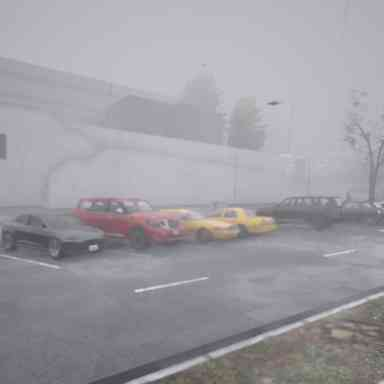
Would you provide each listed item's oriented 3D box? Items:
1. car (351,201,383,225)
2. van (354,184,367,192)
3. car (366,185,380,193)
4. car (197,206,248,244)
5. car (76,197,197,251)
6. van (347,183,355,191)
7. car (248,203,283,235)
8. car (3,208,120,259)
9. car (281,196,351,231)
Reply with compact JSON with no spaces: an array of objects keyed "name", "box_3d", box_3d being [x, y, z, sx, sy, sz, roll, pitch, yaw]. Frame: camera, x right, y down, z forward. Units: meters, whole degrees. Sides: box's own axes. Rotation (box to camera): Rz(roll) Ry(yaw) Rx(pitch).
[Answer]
[{"name":"car","box_3d":[11.781,1.465,24.894,4.553,1.767,2.185,-1,-1,35]},{"name":"van","box_3d":[42.578,-0.919,82.953,1.878,1.987,4.442,8,3,35]},{"name":"car","box_3d":[44.334,-0.420,80.588,2.231,1.521,4.892,7,3,35]},{"name":"car","box_3d":[-0.306,1.506,16.105,5.366,1.575,1.946,-1,-1,35]},{"name":"car","box_3d":[-2.880,1.252,14.459,5.566,2.045,2.435,-1,-1,35]},{"name":"van","box_3d":[40.851,-1.192,85.426,1.878,1.987,4.442,8,3,35]},{"name":"car","box_3d":[1.827,1.522,18.051,5.366,1.575,1.946,-1,-1,35]},{"name":"car","box_3d":[-5.324,1.526,12.712,4.792,1.488,2.163,-1,-1,35]},{"name":"car","box_3d":[6.841,1.300,21.444,5.566,2.045,2.435,-1,-1,35]}]
